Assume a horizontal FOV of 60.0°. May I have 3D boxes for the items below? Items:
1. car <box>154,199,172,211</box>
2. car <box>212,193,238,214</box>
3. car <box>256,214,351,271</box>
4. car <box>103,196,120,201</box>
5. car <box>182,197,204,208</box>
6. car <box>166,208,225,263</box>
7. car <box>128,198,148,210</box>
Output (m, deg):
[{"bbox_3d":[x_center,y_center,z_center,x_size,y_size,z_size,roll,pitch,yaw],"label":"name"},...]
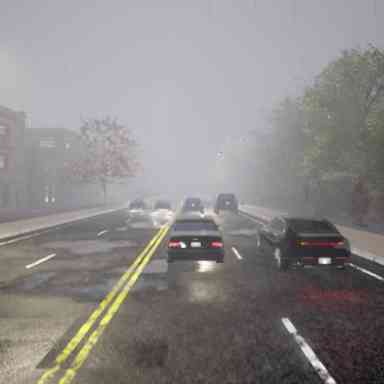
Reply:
[{"bbox_3d":[-3.369,1.526,39.164,1.895,1.301,4.718,0,0,0],"label":"car"},{"bbox_3d":[3.349,1.156,34.048,2.150,2.045,5.566,0,0,0],"label":"car"},{"bbox_3d":[3.350,1.484,10.813,1.837,1.490,4.892,0,0,0],"label":"car"},{"bbox_3d":[-20.692,1.659,85.361,4.313,1.339,1.947,-1,1,-1],"label":"car"},{"bbox_3d":[0.097,1.286,34.177,2.097,1.767,4.553,0,0,0],"label":"car"},{"bbox_3d":[0.102,1.524,11.900,2.033,1.411,5.357,0,0,0],"label":"car"},{"bbox_3d":[-6.630,1.485,41.462,1.994,1.385,4.181,0,0,0],"label":"car"}]
